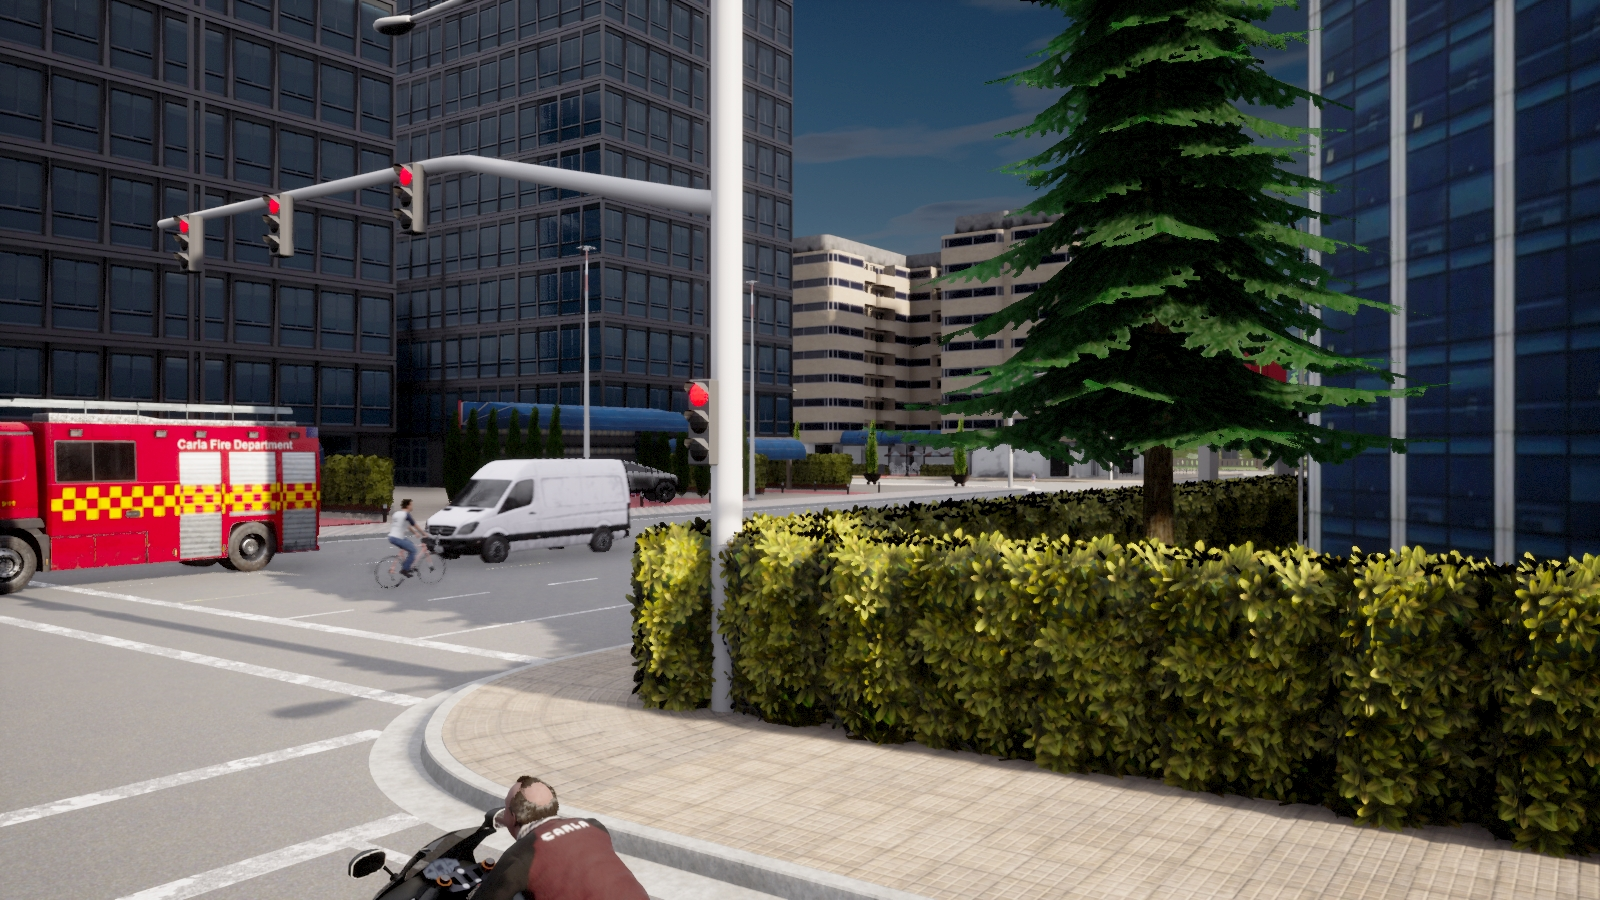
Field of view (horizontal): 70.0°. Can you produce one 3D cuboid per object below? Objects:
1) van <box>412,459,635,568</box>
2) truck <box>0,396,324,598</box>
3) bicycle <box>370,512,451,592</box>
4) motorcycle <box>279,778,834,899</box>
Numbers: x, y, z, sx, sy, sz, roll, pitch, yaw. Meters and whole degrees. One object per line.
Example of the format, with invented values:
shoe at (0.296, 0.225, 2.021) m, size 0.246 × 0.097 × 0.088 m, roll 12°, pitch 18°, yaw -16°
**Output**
van at (-7.130, 1.533, 30.234) m, size 1.988 × 2.561 × 5.915 m, roll 0°, pitch 0°, yaw 35°
truck at (-14.959, 0.889, 24.598) m, size 2.891 × 3.827 × 8.468 m, roll 0°, pitch 0°, yaw 34°
bicycle at (-7.941, 2.055, 23.341) m, size 0.373 × 1.496 × 1.643 m, roll 0°, pitch 0°, yaw 37°
motorcycle at (-1.027, 2.205, 4.504) m, size 2.209 × 1.251 × 0.867 m, roll 0°, pitch 0°, yaw 35°
